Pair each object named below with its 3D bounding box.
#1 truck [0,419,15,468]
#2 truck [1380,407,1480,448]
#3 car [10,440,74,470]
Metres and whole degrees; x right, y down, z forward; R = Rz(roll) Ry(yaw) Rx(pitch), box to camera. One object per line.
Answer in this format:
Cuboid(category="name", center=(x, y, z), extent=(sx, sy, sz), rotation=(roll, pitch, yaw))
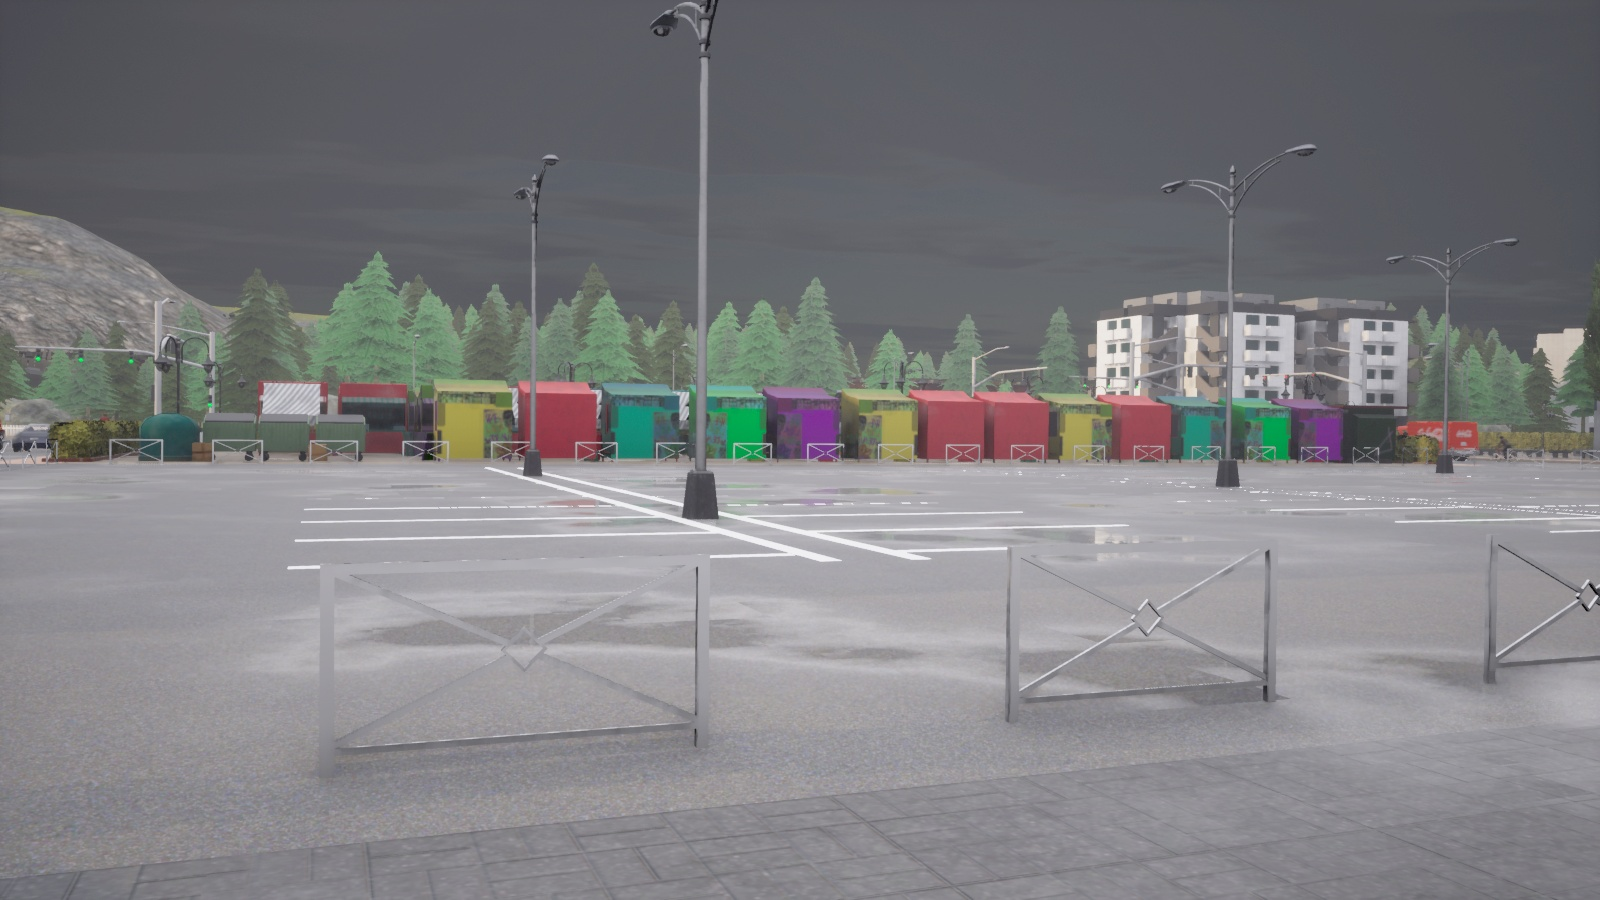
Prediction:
Cuboid(category="truck", center=(-41.386, -0.314, 62.764), extent=(2.627, 2.467, 5.204), rotation=(-1, 1, -21))
Cuboid(category="truck", center=(39.004, -1.377, 77.899), extent=(2.627, 2.467, 5.204), rotation=(-1, 1, -19))
Cuboid(category="car", center=(-37.305, 0.202, 61.921), extent=(1.994, 1.385, 4.181), rotation=(-1, 1, -21))
